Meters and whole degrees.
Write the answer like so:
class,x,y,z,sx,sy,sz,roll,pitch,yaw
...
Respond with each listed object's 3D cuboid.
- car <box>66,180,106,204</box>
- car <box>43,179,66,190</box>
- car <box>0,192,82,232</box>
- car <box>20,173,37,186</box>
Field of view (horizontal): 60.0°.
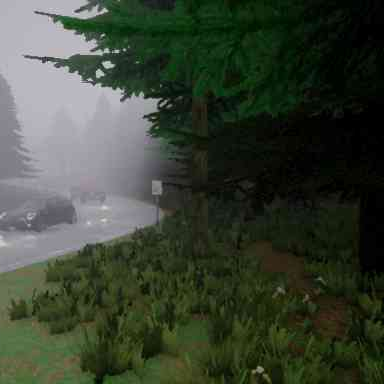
class,x,y,z,sx,sy,sz,roll,pitch,yaw
car,-10.592,-0.074,33.666,2.150,2.045,5.566,-1,5,-36
car,-18.443,-0.951,45.363,4.892,1.490,1.837,6,4,38
car,-8.388,1.115,18.468,2.097,1.767,4.553,0,2,11
car,-25.775,-2.127,52.419,2.150,2.045,5.566,0,5,-30
